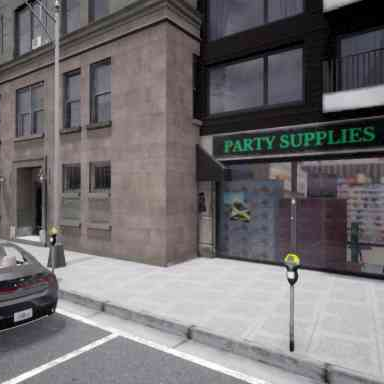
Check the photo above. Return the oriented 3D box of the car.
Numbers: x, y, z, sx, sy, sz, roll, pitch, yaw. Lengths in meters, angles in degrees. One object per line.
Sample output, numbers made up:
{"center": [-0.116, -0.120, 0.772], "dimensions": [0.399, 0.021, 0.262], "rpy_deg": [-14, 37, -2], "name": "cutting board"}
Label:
{"center": [-4.221, 1.551, 6.095], "dimensions": [4.403, 1.369, 2.008], "rpy_deg": [0, 0, 36], "name": "car"}
